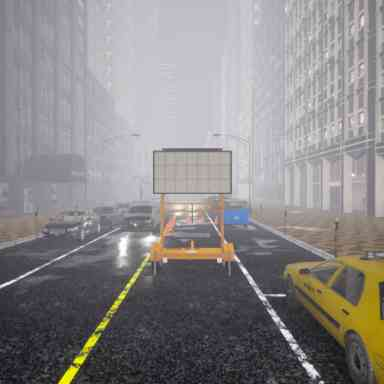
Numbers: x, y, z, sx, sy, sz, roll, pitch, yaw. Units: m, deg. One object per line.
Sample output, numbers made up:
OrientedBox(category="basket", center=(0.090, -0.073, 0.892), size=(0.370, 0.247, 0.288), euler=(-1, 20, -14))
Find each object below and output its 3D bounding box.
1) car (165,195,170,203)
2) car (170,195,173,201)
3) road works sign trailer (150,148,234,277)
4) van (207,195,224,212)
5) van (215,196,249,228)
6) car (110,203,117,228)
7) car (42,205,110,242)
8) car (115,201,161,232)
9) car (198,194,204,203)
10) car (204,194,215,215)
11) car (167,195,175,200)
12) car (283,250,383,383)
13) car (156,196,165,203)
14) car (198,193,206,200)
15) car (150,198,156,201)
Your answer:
OrientedBox(category="car", center=(-5.726, 1.536, 61.675), size=(2.008, 1.369, 4.403), euler=(-1, 0, 0))
OrientedBox(category="car", center=(-5.731, 1.564, 73.043), size=(1.802, 1.307, 4.206), euler=(-1, 0, 0))
OrientedBox(category="road works sign trailer", center=(0.011, 0.462, 10.259), size=(2.380, 3.560, 2.880), euler=(0, 0, 0))
OrientedBox(category="van", center=(2.663, 1.332, 38.945), size=(1.690, 1.788, 3.998), euler=(-1, 0, 0))
OrientedBox(category="van", center=(2.671, 1.336, 21.894), size=(1.690, 1.788, 3.998), euler=(-1, 0, 0))
OrientedBox(category="car", center=(-5.708, 1.561, 21.890), size=(1.947, 1.339, 4.313), euler=(-1, 0, 0))
OrientedBox(category="car", center=(-5.705, 1.547, 16.206), size=(2.008, 1.369, 4.403), euler=(-1, 0, 0))
OrientedBox(category="car", center=(-3.009, 1.500, 20.031), size=(1.837, 1.490, 4.892), euler=(0, 0, 0))
OrientedBox(category="car", center=(2.654, 1.536, 61.679), size=(2.008, 1.369, 4.403), euler=(-1, 0, 0))
OrientedBox(category="car", center=(2.665, 1.307, 33.261), size=(2.192, 1.841, 5.009), euler=(-1, 0, 0))
OrientedBox(category="car", center=(-5.739, 1.502, 89.924), size=(1.752, 1.417, 4.829), euler=(-1, 0, 0))
OrientedBox(category="car", center=(2.680, 1.524, 5.013), size=(1.752, 1.417, 4.829), euler=(-1, 0, 0))
OrientedBox(category="car", center=(-5.721, 1.539, 50.308), size=(2.008, 1.369, 4.403), euler=(-1, 0, 0))
OrientedBox(category="car", center=(2.639, 1.291, 90.098), size=(2.192, 1.841, 5.009), euler=(-1, 0, 0))
OrientedBox(category="car", center=(-5.716, 1.573, 38.941), size=(1.802, 1.307, 4.206), euler=(-1, 0, 0))
